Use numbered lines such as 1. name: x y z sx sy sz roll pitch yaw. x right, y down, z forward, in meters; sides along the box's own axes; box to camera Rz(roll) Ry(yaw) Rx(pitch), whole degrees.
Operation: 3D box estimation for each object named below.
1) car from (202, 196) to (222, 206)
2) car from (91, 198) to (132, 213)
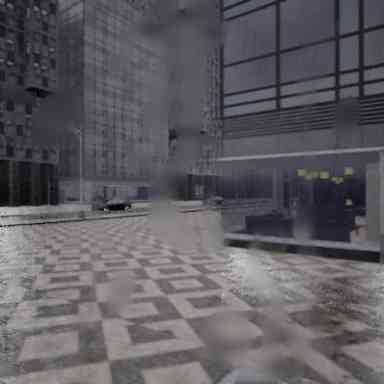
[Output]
1. car: 3.592 1.484 54.153 1.837 1.490 4.892 0 0 36
2. car: -8.936 1.473 37.068 1.882 1.535 5.008 0 0 36
